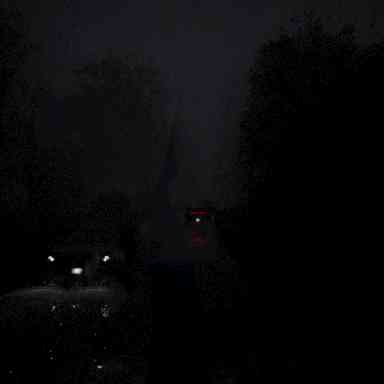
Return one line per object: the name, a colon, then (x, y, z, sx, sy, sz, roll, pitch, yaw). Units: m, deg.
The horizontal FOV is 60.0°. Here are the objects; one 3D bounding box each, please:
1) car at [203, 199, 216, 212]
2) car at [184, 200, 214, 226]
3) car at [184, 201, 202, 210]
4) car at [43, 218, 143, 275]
car: (1.857, 1.711, 41.985, 2.097, 1.767, 4.553, 0, -1, 6)
car: (0.488, 1.630, 24.721, 1.837, 1.490, 4.892, 0, 0, 2)
car: (0.212, 2.095, 52.340, 2.033, 1.411, 5.357, 0, -1, 9)
car: (-2.815, 1.571, 10.836, 2.033, 1.411, 5.357, 0, 0, 0)
